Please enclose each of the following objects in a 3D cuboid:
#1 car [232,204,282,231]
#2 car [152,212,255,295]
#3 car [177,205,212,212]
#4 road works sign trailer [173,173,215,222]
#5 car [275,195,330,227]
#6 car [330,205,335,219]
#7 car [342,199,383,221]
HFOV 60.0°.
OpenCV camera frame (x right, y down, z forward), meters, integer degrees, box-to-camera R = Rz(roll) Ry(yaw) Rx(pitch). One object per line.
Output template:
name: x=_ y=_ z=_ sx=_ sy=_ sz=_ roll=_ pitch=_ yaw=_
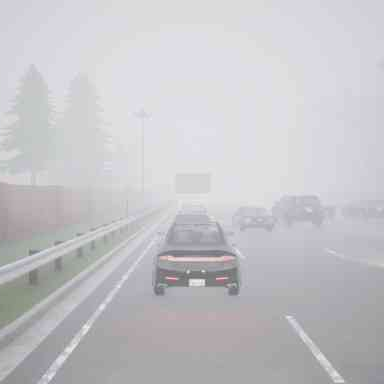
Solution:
car: x=3.592 y=1.547 z=20.363 sx=2.033 sy=1.411 sz=5.357 roll=0 pitch=0 yaw=-1
car: x=0.094 y=1.491 z=8.672 sx=2.128 sy=1.511 sz=4.902 roll=0 pitch=0 yaw=0
car: x=0.123 y=1.474 z=19.089 sx=1.882 sy=1.535 sz=5.008 roll=0 pitch=0 yaw=4
road works sign trailer: x=0.057 y=0.464 z=23.009 sx=2.380 sy=3.560 sz=2.880 roll=0 pitch=0 yaw=-2
car: x=7.083 y=1.223 z=22.784 sx=2.150 sy=2.045 sz=5.566 roll=0 pitch=0 yaw=0
car: x=10.580 y=1.477 z=28.763 sx=1.882 sy=1.535 sz=5.008 roll=0 pitch=0 yaw=0
car: x=14.081 y=1.351 z=27.141 sx=2.097 sy=1.767 sz=4.553 roll=0 pitch=0 yaw=0
